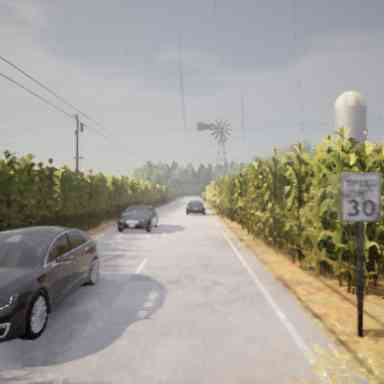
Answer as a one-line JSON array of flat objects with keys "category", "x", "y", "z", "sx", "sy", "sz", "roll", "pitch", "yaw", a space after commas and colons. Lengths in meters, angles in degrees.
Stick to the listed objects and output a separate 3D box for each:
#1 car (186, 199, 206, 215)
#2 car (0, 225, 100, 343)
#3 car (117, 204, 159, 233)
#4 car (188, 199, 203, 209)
[{"category": "car", "x": 0.389, "y": 1.613, "z": 34.616, "sx": 1.994, "sy": 1.385, "sz": 4.181, "roll": 0, "pitch": 0, "yaw": 1}, {"category": "car", "x": -3.256, "y": 1.503, "z": 6.633, "sx": 1.837, "sy": 1.490, "sz": 4.892, "roll": 0, "pitch": 0, "yaw": 1}, {"category": "car", "x": -3.126, "y": 1.508, "z": 19.918, "sx": 2.128, "sy": 1.511, "sz": 4.902, "roll": 0, "pitch": 0, "yaw": 1}, {"category": "car", "x": 0.498, "y": 1.668, "z": 46.635, "sx": 1.895, "sy": 1.301, "sz": 4.718, "roll": 0, "pitch": 0, "yaw": 1}]
